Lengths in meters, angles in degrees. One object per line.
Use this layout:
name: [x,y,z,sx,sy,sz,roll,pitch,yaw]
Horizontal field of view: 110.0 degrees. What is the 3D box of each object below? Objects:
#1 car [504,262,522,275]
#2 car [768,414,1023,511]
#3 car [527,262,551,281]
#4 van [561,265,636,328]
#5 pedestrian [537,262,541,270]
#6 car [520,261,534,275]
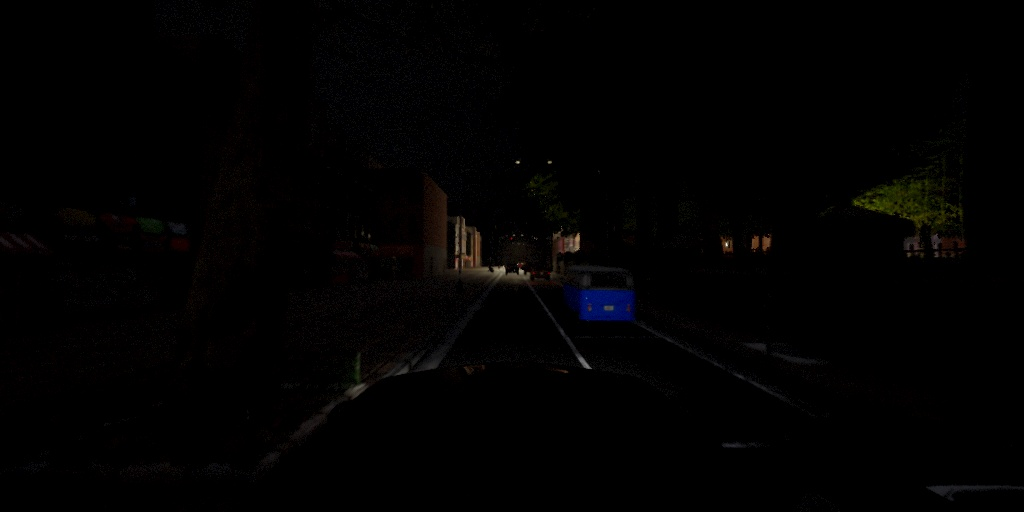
car: [0.030,1.866,49.768,1.837,1.490,4.892,0,-1,0]
car: [2.639,1.289,0.755,2.007,1.370,4.403,0,0,0]
car: [2.771,1.626,35.832,1.801,1.575,5.366,0,-1,0]
van: [2.646,1.208,11.653,1.690,1.789,3.998,0,0,0]
pedestrian: [2.812,1.526,38.833,0.375,1.860,0.375,3,-1,-10]
car: [2.668,1.674,49.794,2.192,1.841,5.009,0,0,0]
